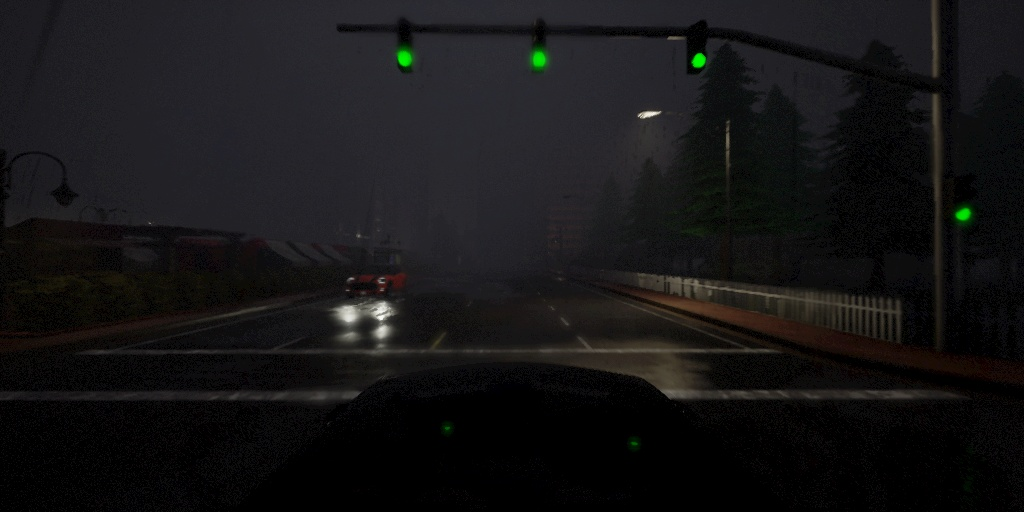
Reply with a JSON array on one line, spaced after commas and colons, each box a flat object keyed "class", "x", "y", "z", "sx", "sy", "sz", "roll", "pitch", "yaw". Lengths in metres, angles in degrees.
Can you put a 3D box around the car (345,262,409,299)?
[{"class": "car", "x": -7.193, "y": 1.230, "z": 19.516, "sx": 2.097, "sy": 1.767, "sz": 4.553, "roll": 0, "pitch": -1, "yaw": -1}]
